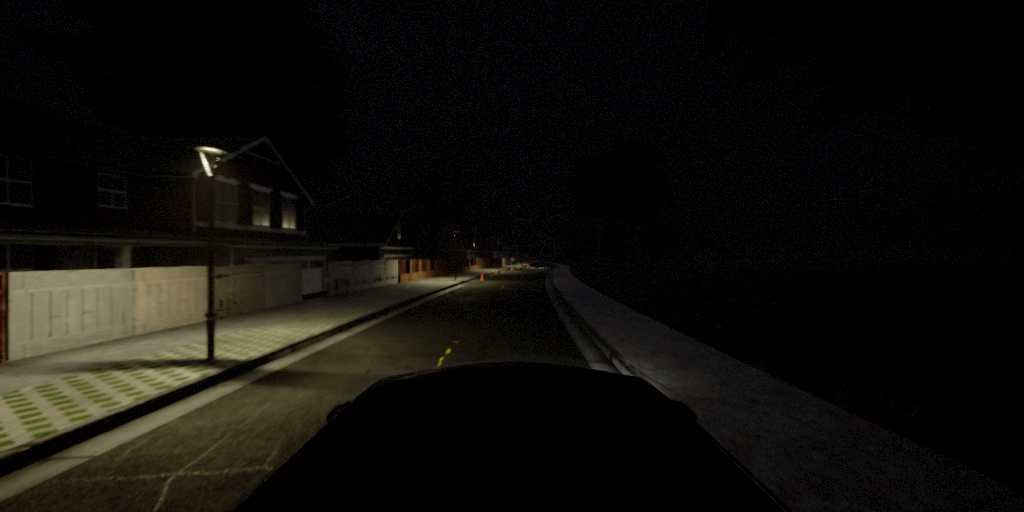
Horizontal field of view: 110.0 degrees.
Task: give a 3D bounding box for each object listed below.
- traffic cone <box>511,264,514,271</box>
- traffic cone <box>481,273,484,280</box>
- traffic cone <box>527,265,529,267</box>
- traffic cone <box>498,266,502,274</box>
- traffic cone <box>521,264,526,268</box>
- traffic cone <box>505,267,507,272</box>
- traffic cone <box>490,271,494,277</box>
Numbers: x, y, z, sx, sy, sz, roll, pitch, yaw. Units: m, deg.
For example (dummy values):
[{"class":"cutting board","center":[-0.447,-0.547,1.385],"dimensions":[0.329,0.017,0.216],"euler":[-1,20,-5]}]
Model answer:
[{"class":"traffic cone","center":[0.041,1.739,50.151],"dimensions":[0.340,0.580,0.340],"euler":[0,0,9]},{"class":"traffic cone","center":[-2.498,1.720,30.153],"dimensions":[0.340,0.580,0.340],"euler":[0,0,5]},{"class":"traffic cone","center":[2.435,1.779,64.916],"dimensions":[0.340,0.580,0.340],"euler":[0,0,8]},{"class":"traffic cone","center":[-1.390,1.729,40.173],"dimensions":[0.340,0.580,0.340],"euler":[0,0,7]},{"class":"traffic cone","center":[1.695,1.761,60.011],"dimensions":[0.340,0.580,0.340],"euler":[0,0,9]},{"class":"traffic cone","center":[-0.715,1.733,45.168],"dimensions":[0.340,0.580,0.340],"euler":[0,0,8]},{"class":"traffic cone","center":[-1.985,1.724,35.167],"dimensions":[0.340,0.580,0.340],"euler":[0,0,6]}]
